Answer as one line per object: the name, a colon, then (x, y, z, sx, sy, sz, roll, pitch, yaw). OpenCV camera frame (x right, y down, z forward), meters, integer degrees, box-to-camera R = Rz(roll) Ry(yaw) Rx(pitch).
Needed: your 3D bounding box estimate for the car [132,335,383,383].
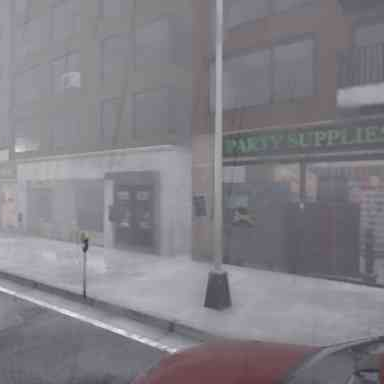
car: (1.388, 1.583, 1.857, 4.206, 1.307, 1.802, 0, 0, 35)
